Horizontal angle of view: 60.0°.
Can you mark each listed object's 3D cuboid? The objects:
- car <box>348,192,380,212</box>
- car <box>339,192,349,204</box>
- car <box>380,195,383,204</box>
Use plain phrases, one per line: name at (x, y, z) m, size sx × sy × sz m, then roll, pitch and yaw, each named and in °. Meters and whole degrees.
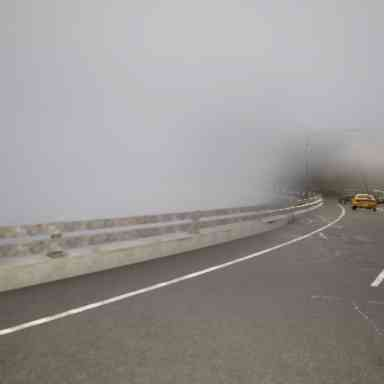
car at (16.461, 0.971, 31.981) m, size 1.882 × 1.535 × 5.008 m, roll 2°, pitch 2°, yaw 23°
car at (20.516, 0.776, 43.419) m, size 1.837 × 1.490 × 4.892 m, roll 2°, pitch 2°, yaw 14°
car at (23.539, 1.011, 41.261) m, size 1.895 × 1.301 × 4.718 m, roll 2°, pitch 2°, yaw 17°
